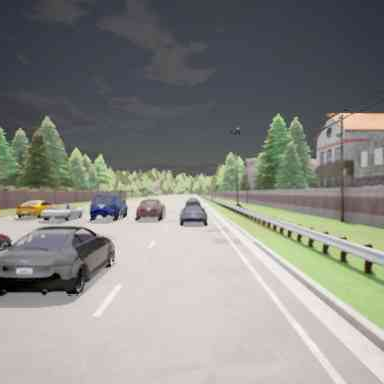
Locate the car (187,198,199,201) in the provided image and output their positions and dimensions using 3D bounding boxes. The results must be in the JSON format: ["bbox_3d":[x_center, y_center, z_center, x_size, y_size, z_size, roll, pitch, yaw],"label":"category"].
[{"bbox_3d":[0.127,1.547,42.092,1.837,1.490,4.892,0,0,0],"label":"car"}]

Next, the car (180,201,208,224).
[{"bbox_3d":[0.116,1.589,24.731,1.994,1.385,4.181,0,0,0],"label":"car"}]

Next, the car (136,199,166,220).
[{"bbox_3d":[-3.384,1.381,28.132,2.097,1.767,4.553,0,0,0],"label":"car"}]

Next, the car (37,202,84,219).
[{"bbox_3d":[-10.383,1.630,27.053,1.895,1.301,4.718,0,0,0],"label":"car"}]

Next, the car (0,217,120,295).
[{"bbox_3d":[-3.394,1.573,8.749,1.994,1.385,4.181,0,0,0],"label":"car"}]

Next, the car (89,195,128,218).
[{"bbox_3d":[-6.882,1.250,27.916,2.150,2.045,5.566,0,0,0],"label":"car"}]

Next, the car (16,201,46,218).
[{"bbox_3d":[-13.881,1.510,30.066,1.882,1.535,5.008,0,0,0],"label":"car"}]

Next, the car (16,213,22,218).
[{"bbox_3d":[-6.907,1.536,9.210,1.812,1.442,4.674,0,0,0],"label":"car"}]
